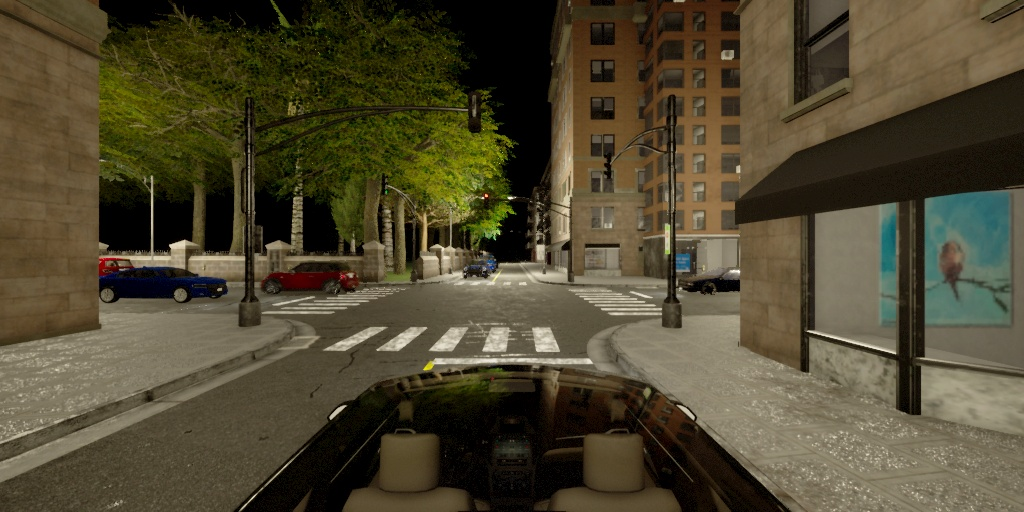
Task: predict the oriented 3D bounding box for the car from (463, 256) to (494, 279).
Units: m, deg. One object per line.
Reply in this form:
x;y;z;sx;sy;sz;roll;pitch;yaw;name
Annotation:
-3.093;1.083;32.212;2.097;1.767;4.553;0;0;1;car

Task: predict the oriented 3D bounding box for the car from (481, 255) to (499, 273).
-3.043;0.933;42.751;2.150;2.045;5.566;0;0;0;car

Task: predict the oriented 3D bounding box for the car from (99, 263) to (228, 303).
-15.473;1.212;15.908;5.008;1.535;1.882;0;0;0;car

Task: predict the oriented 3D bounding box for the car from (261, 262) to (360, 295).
-10.642;1.092;19.050;4.553;1.767;2.097;0;0;1;car

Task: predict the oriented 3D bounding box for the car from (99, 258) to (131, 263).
-25.925;1.035;21.825;5.009;1.841;2.192;0;0;1;car

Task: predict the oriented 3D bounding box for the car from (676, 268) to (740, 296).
11.501;1.312;18.748;5.357;1.411;2.033;0;0;1;car
